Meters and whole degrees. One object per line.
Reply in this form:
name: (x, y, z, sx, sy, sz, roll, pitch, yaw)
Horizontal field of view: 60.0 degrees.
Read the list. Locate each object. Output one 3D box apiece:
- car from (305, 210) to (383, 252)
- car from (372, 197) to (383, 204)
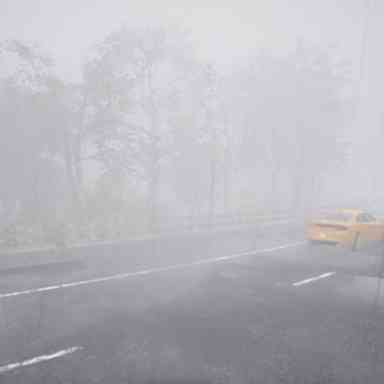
car: (6.713, 1.496, 14.199, 5.008, 1.535, 1.882, 0, 0, -43)
car: (36.881, 1.576, 65.192, 1.994, 1.385, 4.181, 0, 0, 12)
